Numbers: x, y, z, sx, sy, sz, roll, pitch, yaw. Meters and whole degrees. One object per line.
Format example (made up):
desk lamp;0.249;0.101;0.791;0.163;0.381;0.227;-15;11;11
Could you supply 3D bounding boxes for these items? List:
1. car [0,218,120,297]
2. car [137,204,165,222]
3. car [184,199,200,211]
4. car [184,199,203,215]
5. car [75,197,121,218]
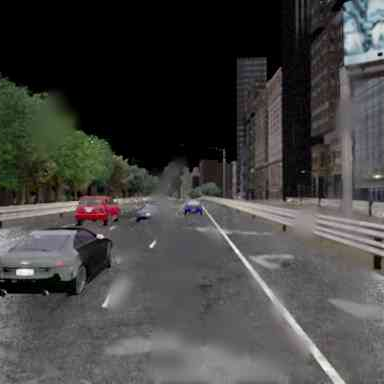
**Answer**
car;-3.390;1.613;8.774;1.994;1.385;4.181;0;0;0
car;-3.366;1.704;27.682;1.994;1.385;4.181;0;0;0
car;0.064;1.737;46.805;2.128;1.511;4.902;0;0;0
car;0.150;1.661;35.860;1.882;1.535;5.008;0;0;0
car;-6.869;1.347;24.793;2.150;2.045;5.566;0;0;0
